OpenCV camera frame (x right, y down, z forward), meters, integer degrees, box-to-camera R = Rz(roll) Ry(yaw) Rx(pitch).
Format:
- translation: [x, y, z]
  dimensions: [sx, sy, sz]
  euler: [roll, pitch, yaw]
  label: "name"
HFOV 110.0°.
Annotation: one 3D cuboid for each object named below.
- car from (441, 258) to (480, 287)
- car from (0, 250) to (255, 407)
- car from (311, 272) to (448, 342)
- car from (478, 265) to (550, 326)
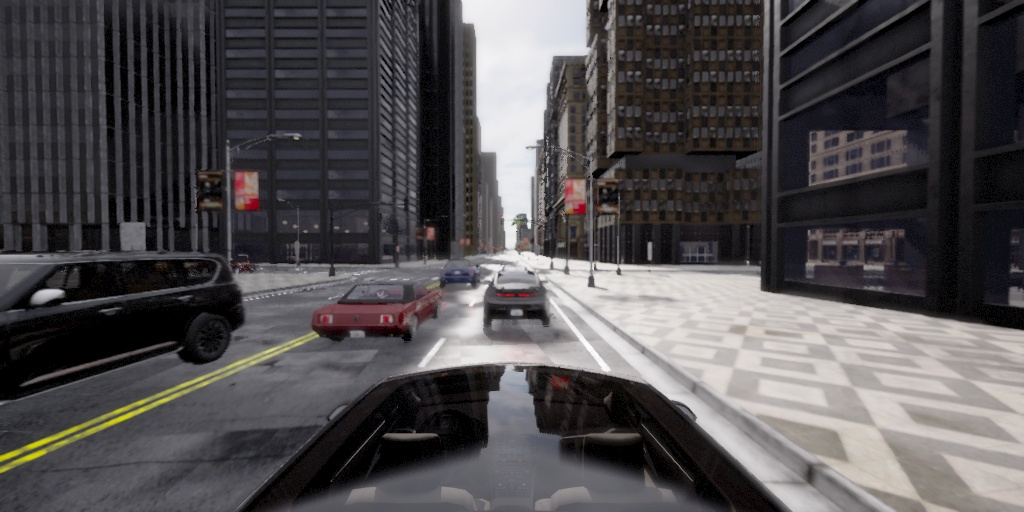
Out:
- translation: [-3.124, 0.930, 22.442]
  dimensions: [2.097, 1.767, 4.553]
  euler: [0, 1, -1]
  label: "car"
- translation: [-6.568, 0.945, 5.063]
  dimensions: [2.150, 2.045, 5.566]
  euler: [0, 1, 0]
  label: "car"
- translation: [-3.131, 1.288, 9.499]
  dimensions: [1.895, 1.301, 4.718]
  euler: [0, 0, 0]
  label: "car"
- translation: [0.130, 1.174, 11.388]
  dimensions: [1.837, 1.490, 4.892]
  euler: [0, 0, 0]
  label: "car"
